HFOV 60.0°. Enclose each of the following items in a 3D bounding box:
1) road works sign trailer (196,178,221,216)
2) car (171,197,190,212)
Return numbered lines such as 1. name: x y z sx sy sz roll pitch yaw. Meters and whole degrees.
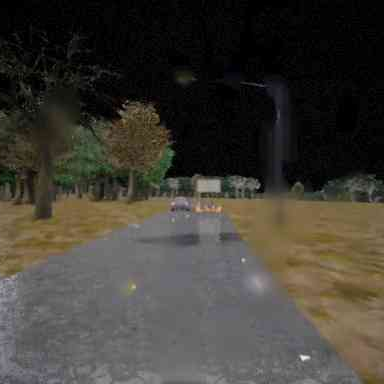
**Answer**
1. road works sign trailer: 1.602 0.452 32.382 2.380 3.560 2.880 0 0 2
2. car: -1.286 1.332 38.844 2.097 1.767 4.553 0 0 2
